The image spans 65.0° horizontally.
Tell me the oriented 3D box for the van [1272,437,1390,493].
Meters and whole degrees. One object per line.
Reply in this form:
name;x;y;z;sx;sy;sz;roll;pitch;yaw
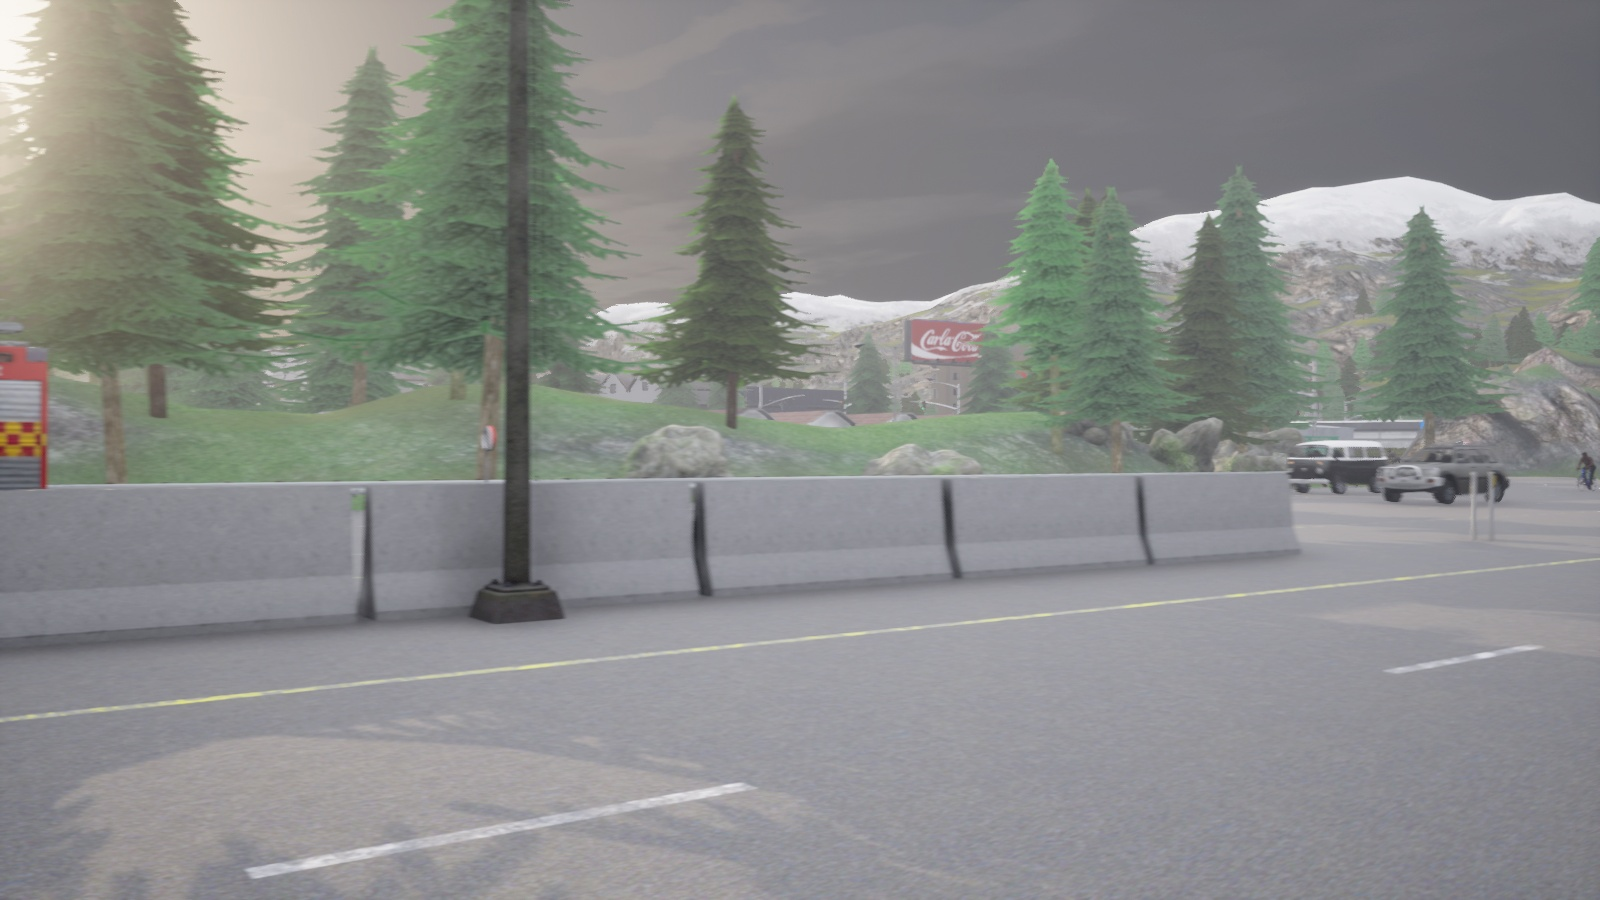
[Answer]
van;20.110;0.556;47.512;4.480;2.038;2.069;0;0;-35

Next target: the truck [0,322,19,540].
truck;-18.077;-0.331;20.929;8.468;3.827;2.891;0;0;-35

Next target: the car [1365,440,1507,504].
car;19.590;0.625;38.620;4.605;1.855;1.932;0;0;-35
